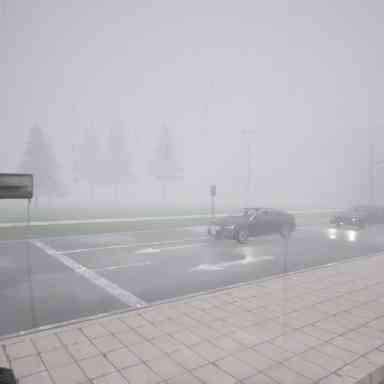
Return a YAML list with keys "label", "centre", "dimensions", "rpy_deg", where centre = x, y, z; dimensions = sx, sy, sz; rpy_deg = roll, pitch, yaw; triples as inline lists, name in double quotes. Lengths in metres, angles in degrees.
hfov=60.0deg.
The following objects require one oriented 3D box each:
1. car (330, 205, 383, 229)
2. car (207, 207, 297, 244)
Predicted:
- label: "car"
  centre: [11.327, 1.547, 21.850]
  dimensions: [5.357, 1.411, 2.033]
  rpy_deg: [0, 0, -35]
- label: "car"
  centre: [2.929, 1.492, 15.901]
  dimensions: [4.902, 1.511, 2.128]
  rpy_deg: [0, 0, -35]
